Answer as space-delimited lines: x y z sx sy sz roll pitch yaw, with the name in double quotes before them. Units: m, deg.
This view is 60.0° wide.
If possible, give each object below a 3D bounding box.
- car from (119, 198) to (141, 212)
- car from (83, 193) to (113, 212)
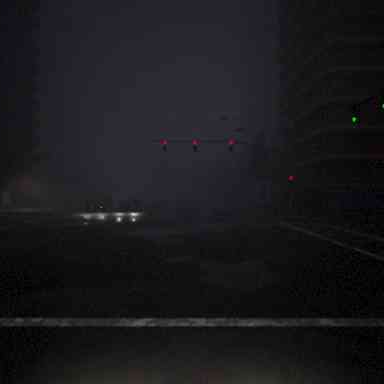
"car" -6.995 1.422 37.932 1.882 1.535 5.008 0 0 0
"car" -10.495 1.167 37.767 2.150 2.045 5.566 0 0 0
